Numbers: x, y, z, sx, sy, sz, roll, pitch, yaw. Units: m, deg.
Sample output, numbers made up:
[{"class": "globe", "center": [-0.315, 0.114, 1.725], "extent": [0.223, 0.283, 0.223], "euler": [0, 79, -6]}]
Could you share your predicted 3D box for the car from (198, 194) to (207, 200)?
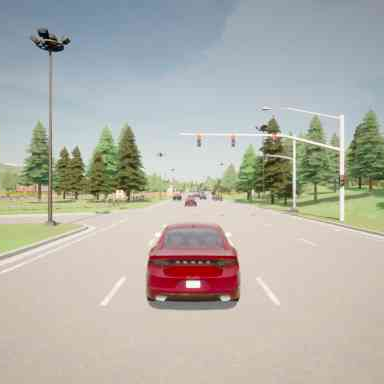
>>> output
[{"class": "car", "center": [3.139, 1.524, 94.414], "extent": [1.812, 1.442, 4.674], "euler": [0, 0, 0]}]

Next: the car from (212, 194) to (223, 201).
[{"class": "car", "center": [6.681, 1.517, 83.595], "extent": [2.128, 1.511, 4.902], "euler": [0, 0, 0]}]

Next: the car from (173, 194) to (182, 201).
[{"class": "car", "center": [-3.819, 1.469, 83.554], "extent": [1.882, 1.535, 5.008], "euler": [0, 0, 0]}]

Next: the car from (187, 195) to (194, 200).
[{"class": "car", "center": [-0.359, 1.428, 94.018], "extent": [1.895, 1.301, 4.718], "euler": [0, 0, 0]}]

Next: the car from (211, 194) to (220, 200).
[{"class": "car", "center": [6.641, 1.372, 94.014], "extent": [2.033, 1.411, 5.357], "euler": [0, 0, 0]}]

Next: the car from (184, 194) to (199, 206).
[{"class": "car", "center": [-0.201, 1.526, 52.955], "extent": [1.812, 1.442, 4.674], "euler": [0, 0, 0]}]

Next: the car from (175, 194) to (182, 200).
[{"class": "car", "center": [-3.859, 1.310, 93.974], "extent": [1.882, 1.535, 5.008], "euler": [0, 0, 0]}]

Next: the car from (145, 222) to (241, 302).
[{"class": "car", "center": [0.031, 1.478, 8.353], "extent": [1.882, 1.535, 5.008], "euler": [0, 0, 0]}]
